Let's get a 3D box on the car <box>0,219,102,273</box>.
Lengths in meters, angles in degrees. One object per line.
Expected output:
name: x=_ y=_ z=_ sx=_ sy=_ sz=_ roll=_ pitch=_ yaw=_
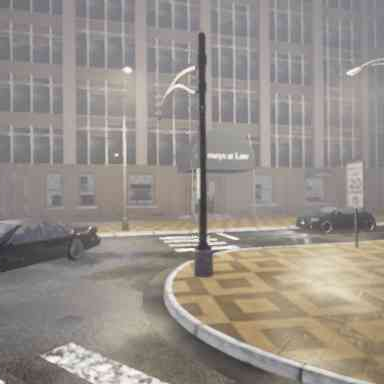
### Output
car: x=-5.091 y=1.539 z=9.932 sx=2.033 sy=1.411 sz=5.357 roll=0 pitch=1 yaw=26

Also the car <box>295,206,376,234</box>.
car: x=7.825 y=1.445 z=18.206 sx=4.181 sy=1.385 sz=1.994 roll=-1 pitch=0 yaw=-14
